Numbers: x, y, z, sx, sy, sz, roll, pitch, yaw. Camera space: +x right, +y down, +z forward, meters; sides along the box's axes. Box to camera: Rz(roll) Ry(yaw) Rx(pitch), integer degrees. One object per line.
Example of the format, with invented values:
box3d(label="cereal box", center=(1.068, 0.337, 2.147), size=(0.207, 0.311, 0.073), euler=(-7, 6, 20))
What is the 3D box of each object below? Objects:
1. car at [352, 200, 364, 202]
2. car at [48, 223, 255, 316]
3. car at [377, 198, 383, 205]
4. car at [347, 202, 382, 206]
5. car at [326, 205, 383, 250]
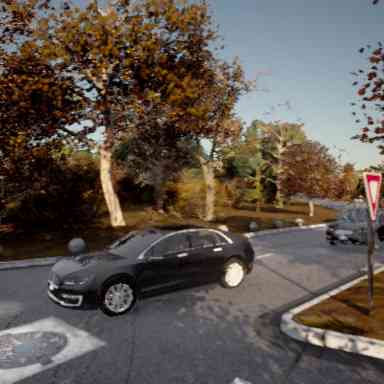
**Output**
box3d(label="car", center=(22.282, 1.804, 44.610), size=(1.994, 1.385, 4.181), euler=(-1, 0, 12))
box3d(label="car", center=(-0.673, 1.530, 7.663), size=(4.892, 1.490, 1.837), euler=(0, 0, -36))
box3d(label="car", center=(25.422, 1.557, 43.823), size=(2.097, 1.767, 4.553), euler=(-1, 0, 12))
box3d(label="car", center=(11.635, 1.654, 23.427), size=(1.837, 1.490, 4.892), euler=(0, -1, 41))
box3d(label="car", center=(7.625, 1.531, 14.694), size=(4.902, 1.511, 2.128), euler=(1, -1, -45))
